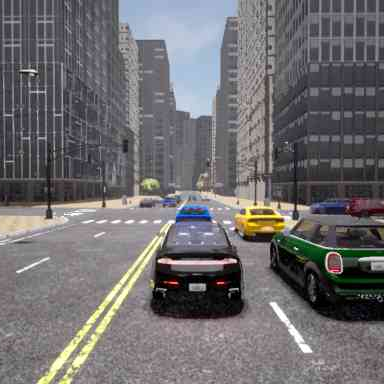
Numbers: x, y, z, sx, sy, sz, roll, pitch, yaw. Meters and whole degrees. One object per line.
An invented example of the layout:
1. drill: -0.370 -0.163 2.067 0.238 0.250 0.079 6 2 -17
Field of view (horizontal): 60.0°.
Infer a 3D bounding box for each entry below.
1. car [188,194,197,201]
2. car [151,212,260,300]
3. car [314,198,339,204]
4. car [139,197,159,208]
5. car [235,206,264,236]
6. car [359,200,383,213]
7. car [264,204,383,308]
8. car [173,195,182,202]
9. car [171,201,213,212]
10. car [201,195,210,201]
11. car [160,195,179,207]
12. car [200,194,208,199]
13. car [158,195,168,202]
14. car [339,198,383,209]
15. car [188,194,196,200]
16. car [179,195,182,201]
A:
1. car: 0.066 1.270 80.641 2.097 1.767 4.553 0 0 0
2. car: 0.105 1.487 8.364 2.128 1.511 4.902 0 0 0
3. car: 14.912 1.449 35.256 4.553 1.767 2.097 1 1 1
4. car: -6.545 1.511 49.135 2.033 1.411 5.357 0 0 0
5. car: 3.363 1.468 17.256 1.882 1.535 5.008 0 0 0
6. car: 21.840 1.641 37.734 4.829 1.417 1.752 1 0 1
7. car: 3.356 1.348 8.076 2.097 1.767 4.553 0 0 0
8. car: -3.192 1.459 72.478 1.812 1.442 4.674 0 0 0
9. car: 0.118 1.468 17.868 1.882 1.535 5.008 0 0 1
10. car: 3.316 1.510 80.698 1.895 1.301 4.718 0 0 0
11. car: -3.300 1.489 49.564 1.812 1.442 4.674 0 0 0
12. car: 3.324 1.334 90.700 1.895 1.301 4.718 0 0 0
13. car: -6.442 1.433 73.446 1.837 1.490 4.892 0 0 0
14. car: 16.225 1.518 29.453 5.009 1.841 2.192 1 0 1
15. car: 0.073 1.264 90.673 2.128 1.511 4.902 0 0 0
16. car: -3.273 1.514 60.375 1.994 1.385 4.181 0 0 0
